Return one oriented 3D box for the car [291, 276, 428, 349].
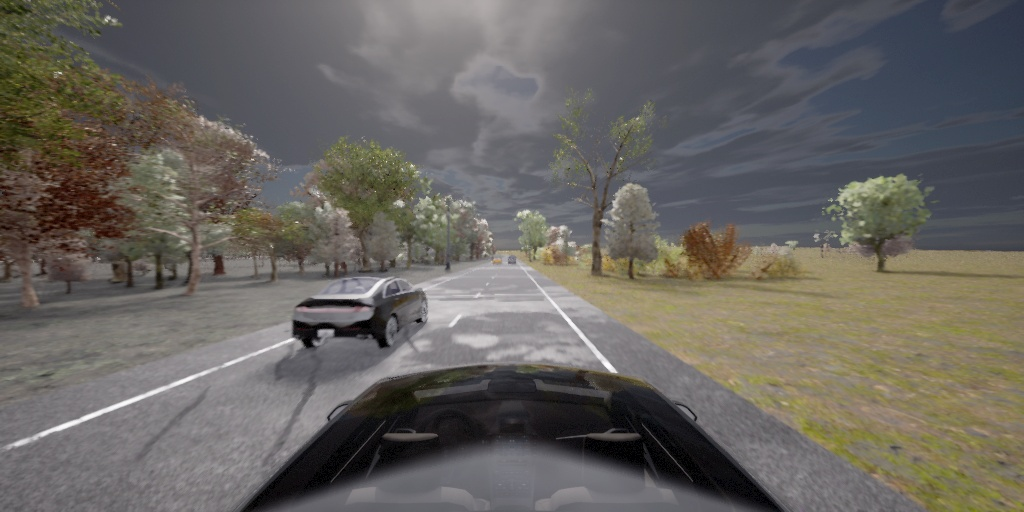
[{"bbox_3d":[-3.497,1.244,9.169,2.128,1.511,4.902,0,0,0],"label":"car"}]
